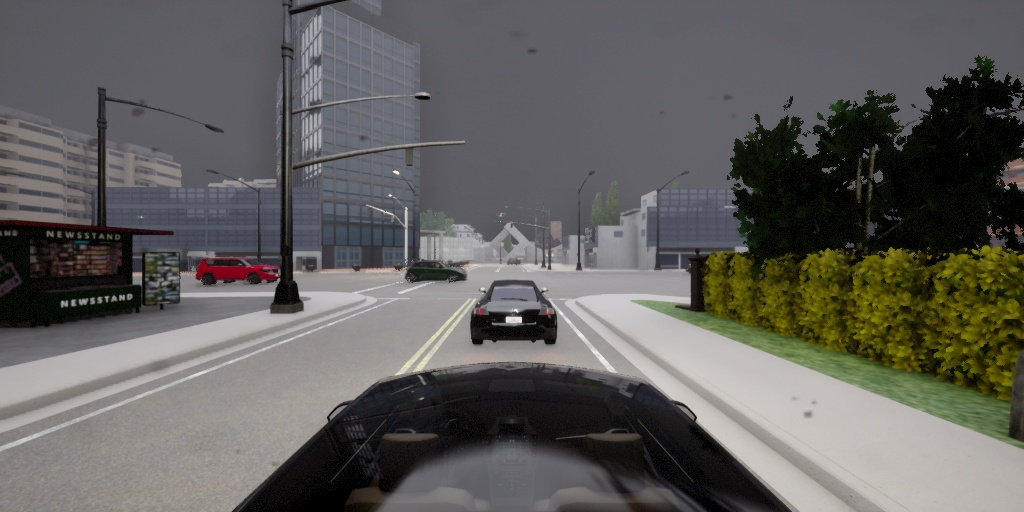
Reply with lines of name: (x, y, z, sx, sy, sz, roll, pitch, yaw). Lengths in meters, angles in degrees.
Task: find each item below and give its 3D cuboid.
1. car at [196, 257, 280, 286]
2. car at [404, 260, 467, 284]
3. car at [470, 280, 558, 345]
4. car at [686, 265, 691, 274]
car: (-20.539, 1.120, 27.084, 5.566, 2.045, 2.150, 0, 0, -1)
car: (-5.714, 1.132, 27.268, 4.553, 1.767, 2.097, 0, 0, -1)
car: (0.044, 1.314, 9.553, 1.994, 1.385, 4.181, 0, 0, 0)
car: (21.195, 1.176, 38.302, 5.008, 1.535, 1.882, 0, 0, -1)
